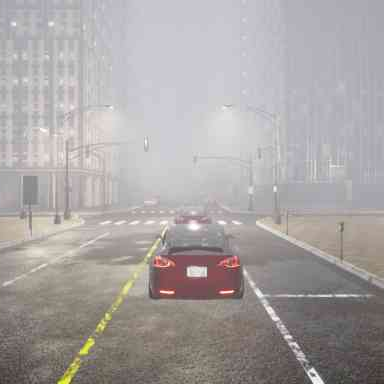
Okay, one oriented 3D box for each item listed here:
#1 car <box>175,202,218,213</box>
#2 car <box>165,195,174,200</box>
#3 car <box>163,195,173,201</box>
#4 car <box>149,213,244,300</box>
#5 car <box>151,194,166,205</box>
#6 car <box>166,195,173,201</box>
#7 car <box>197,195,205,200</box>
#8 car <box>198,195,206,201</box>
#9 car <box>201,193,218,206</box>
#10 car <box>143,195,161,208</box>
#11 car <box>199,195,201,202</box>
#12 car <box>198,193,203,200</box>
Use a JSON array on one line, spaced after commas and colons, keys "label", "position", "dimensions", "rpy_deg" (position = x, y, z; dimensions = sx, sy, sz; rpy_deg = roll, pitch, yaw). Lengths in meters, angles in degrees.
[{"label": "car", "position": [0.040, 1.497, 18.411], "dimensions": [2.163, 1.488, 4.792], "rpy_deg": [0, 0, 0]}, {"label": "car", "position": [-5.931, 1.410, 87.885], "dimensions": [2.008, 1.369, 4.403], "rpy_deg": [0, 0, 0]}, {"label": "car", "position": [-5.916, 1.428, 82.209], "dimensions": [2.008, 1.369, 4.403], "rpy_deg": [0, 0, 0]}, {"label": "car", "position": [0.075, 1.502, 8.416], "dimensions": [2.163, 1.488, 4.792], "rpy_deg": [0, 0, 0]}, {"label": "car", "position": [-5.936, 1.264, 53.832], "dimensions": [2.192, 1.841, 5.009], "rpy_deg": [0, 0, 0]}, {"label": "car", "position": [-5.900, 1.438, 76.534], "dimensions": [1.887, 1.381, 4.507], "rpy_deg": [0, 0, 0]}, {"label": "car", "position": [2.449, 1.410, 87.901], "dimensions": [2.008, 1.369, 4.403], "rpy_deg": [0, 0, 0]}, {"label": "car", "position": [2.465, 1.422, 82.227], "dimensions": [1.887, 1.381, 4.507], "rpy_deg": [0, 0, 0]}, {"label": "car", "position": [2.689, 1.400, 48.177], "dimensions": [1.967, 1.590, 4.097], "rpy_deg": [0, 0, 0]}, {"label": "car", "position": [-5.950, 1.485, 47.984], "dimensions": [1.752, 1.417, 4.829], "rpy_deg": [0, 0, 0]}, {"label": "car", "position": [2.642, 1.499, 53.855], "dimensions": [2.008, 1.369, 4.403], "rpy_deg": [0, 0, 0]}, {"label": "car", "position": [2.498, 1.223, 70.877], "dimensions": [2.192, 1.841, 5.009], "rpy_deg": [0, 0, 0]}]
